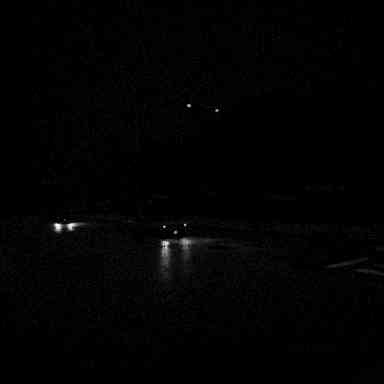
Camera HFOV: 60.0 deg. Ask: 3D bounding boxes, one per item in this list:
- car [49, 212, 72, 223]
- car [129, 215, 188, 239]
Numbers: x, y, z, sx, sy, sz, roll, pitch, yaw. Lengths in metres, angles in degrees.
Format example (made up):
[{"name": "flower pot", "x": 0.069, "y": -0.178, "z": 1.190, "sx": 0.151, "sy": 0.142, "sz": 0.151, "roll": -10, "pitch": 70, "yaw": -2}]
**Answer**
[{"name": "car", "x": -16.376, "y": 3.128, "z": 41.372, "sx": 1.895, "sy": 1.301, "sz": 4.718, "roll": -1, "pitch": -2, "yaw": -35}, {"name": "car", "x": -2.248, "y": 2.155, "z": 21.433, "sx": 1.895, "sy": 1.301, "sz": 4.718, "roll": -1, "pitch": -2, "yaw": -35}]
